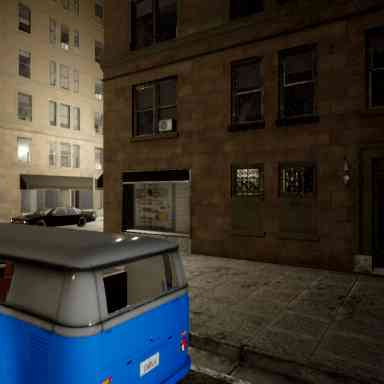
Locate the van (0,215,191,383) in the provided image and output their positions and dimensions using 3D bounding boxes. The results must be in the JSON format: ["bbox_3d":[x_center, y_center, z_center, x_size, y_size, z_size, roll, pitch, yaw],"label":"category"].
[{"bbox_3d":[-1.937,1.341,4.067,3.998,1.788,1.690,0,0,33],"label":"van"}]

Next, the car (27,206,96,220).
[{"bbox_3d":[-8.757,1.627,21.480,2.033,1.411,5.357,0,0,33],"label":"car"}]
